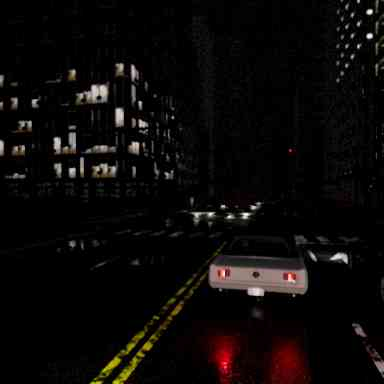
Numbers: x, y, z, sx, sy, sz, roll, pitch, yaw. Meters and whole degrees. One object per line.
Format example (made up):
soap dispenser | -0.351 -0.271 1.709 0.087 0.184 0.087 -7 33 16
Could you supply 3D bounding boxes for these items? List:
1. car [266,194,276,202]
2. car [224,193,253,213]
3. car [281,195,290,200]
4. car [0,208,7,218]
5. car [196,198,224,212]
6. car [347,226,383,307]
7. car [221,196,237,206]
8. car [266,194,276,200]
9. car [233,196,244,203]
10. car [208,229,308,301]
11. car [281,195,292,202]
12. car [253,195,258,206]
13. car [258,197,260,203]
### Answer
car | 16.828 1.480 70.819 1.895 1.301 4.718 0 0 14
car | 5.262 1.172 37.177 2.150 2.045 5.566 0 0 14
car | 22.333 1.298 79.776 1.895 1.301 4.718 0 0 14
car | -17.163 1.422 26.860 4.313 1.339 1.947 1 1 15
car | 1.866 1.433 38.111 1.882 1.535 5.008 0 0 17
car | 4.886 1.495 7.505 1.837 1.490 4.892 0 0 14
car | 6.113 1.476 54.523 2.033 1.411 5.357 0 0 14
car | 19.167 1.229 80.510 2.128 1.511 4.902 0 0 14
car | 9.662 1.501 68.840 1.895 1.301 4.718 0 0 14
car | 1.762 1.591 8.425 1.895 1.301 4.718 0 0 14
car | 19.882 1.424 69.620 2.033 1.411 5.357 0 0 14
car | 9.081 1.406 52.968 1.882 1.535 5.008 0 0 14
car | 12.838 1.424 68.143 1.812 1.442 4.674 0 0 14
